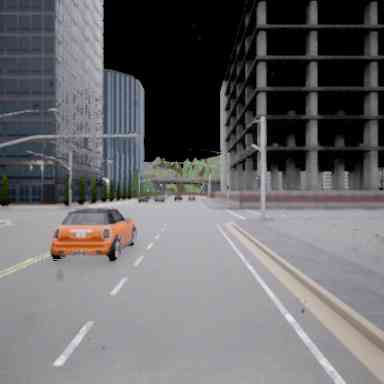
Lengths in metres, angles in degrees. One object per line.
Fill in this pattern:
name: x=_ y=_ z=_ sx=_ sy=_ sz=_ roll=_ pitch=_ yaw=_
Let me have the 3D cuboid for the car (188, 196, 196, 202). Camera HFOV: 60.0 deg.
car: x=-0.028 y=1.678 z=84.166 sx=2.128 sy=1.511 sz=4.902 roll=0 pitch=0 yaw=0

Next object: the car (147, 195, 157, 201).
car: x=-10.529 y=1.647 z=87.979 sx=1.837 sy=1.490 sz=4.892 roll=0 pitch=0 yaw=0

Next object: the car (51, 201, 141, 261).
car: x=-3.460 y=1.375 z=12.550 sx=2.097 sy=1.767 sz=4.553 roll=0 pitch=0 yaw=0

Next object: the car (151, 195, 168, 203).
car: x=-7.024 y=1.489 z=72.352 sx=2.097 sy=1.767 sz=4.553 roll=0 pitch=0 yaw=0

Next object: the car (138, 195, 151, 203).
car: x=-10.524 y=1.673 z=72.320 sx=2.033 sy=1.411 sz=5.357 roll=0 pitch=0 yaw=0

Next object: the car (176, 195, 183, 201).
car: x=-3.531 y=1.679 z=93.240 sx=1.812 sy=1.442 sz=4.674 roll=0 pitch=0 yaw=0

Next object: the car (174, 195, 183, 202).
car: x=-3.528 y=1.653 z=84.166 sx=1.837 sy=1.490 sz=4.892 roll=0 pitch=0 yaw=0
